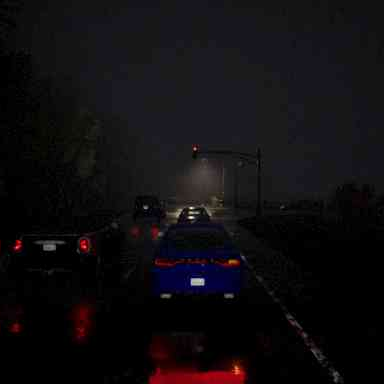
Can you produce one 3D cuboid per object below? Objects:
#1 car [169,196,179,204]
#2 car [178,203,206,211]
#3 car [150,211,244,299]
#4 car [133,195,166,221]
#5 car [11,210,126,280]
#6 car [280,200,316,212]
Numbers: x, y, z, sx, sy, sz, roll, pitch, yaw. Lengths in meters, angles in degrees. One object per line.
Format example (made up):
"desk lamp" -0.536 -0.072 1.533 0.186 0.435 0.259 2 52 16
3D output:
"car" -3.377 1.552 63.547 2.033 1.411 5.357 0 0 0
"car" 0.110 1.552 18.177 2.033 1.411 5.357 0 0 0
"car" 0.103 1.480 8.501 1.882 1.535 5.008 0 0 0
"car" -3.389 1.229 26.981 2.150 2.045 5.566 0 0 0
"car" -3.397 1.354 10.067 2.097 1.767 4.553 0 0 0
"car" 13.365 1.711 40.956 4.892 1.490 1.837 1 -1 3
